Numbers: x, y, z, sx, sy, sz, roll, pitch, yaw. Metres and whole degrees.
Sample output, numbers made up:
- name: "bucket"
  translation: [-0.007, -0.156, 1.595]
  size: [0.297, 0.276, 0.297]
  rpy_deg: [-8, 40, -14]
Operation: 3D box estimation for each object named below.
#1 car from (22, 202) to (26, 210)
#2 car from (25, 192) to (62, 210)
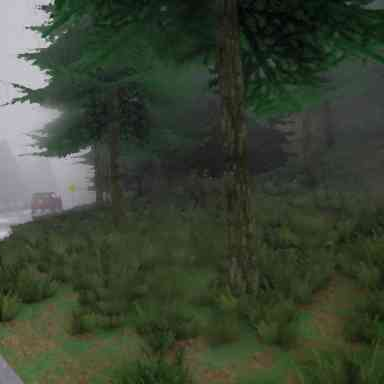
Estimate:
- name: "car"
  translation: [-19.918, 1.479, 42.332]
  size: [2.033, 1.411, 5.357]
  rpy_deg: [-3, 1, -10]
- name: "car"
  translation: [-14.932, 1.058, 34.282]
  size: [2.150, 2.045, 5.566]
  rpy_deg: [-3, 1, -11]
